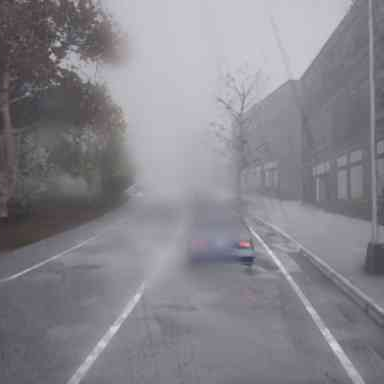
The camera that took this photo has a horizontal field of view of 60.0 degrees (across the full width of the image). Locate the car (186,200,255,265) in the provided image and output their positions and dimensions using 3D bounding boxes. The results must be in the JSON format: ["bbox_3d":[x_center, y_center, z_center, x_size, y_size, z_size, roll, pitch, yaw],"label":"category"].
[{"bbox_3d":[0.875,1.238,10.533,2.033,1.411,5.357,1,2,4],"label":"car"}]

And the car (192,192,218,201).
[{"bbox_3d":[1.023,0.700,25.777,2.033,1.411,5.357,1,2,-3],"label":"car"}]

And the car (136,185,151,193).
[{"bbox_3d":[-8.342,-0.502,57.061,1.895,1.301,4.718,2,2,-18],"label":"car"}]
